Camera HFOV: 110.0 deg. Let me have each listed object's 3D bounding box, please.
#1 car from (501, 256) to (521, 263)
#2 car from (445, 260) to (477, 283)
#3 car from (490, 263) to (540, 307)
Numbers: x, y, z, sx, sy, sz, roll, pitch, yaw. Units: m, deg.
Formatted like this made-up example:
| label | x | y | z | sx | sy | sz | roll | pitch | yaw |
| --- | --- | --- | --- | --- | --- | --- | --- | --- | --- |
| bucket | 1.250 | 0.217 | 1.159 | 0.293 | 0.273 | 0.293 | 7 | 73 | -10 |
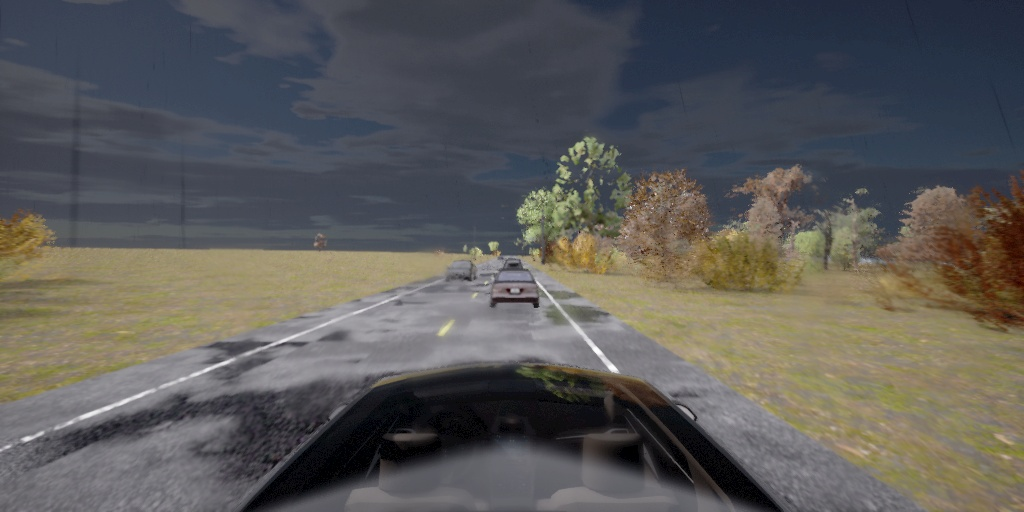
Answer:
| label | x | y | z | sx | sy | sz | roll | pitch | yaw |
| --- | --- | --- | --- | --- | --- | --- | --- | --- | --- |
| car | 0.110 | 1.001 | 33.649 | 1.837 | 1.490 | 4.892 | 0 | 0 | 0 |
| car | -3.586 | 1.060 | 25.816 | 1.837 | 1.490 | 4.892 | 0 | 1 | 0 |
| car | 0.104 | 1.193 | 14.658 | 2.033 | 1.411 | 5.357 | 0 | 0 | 0 |
